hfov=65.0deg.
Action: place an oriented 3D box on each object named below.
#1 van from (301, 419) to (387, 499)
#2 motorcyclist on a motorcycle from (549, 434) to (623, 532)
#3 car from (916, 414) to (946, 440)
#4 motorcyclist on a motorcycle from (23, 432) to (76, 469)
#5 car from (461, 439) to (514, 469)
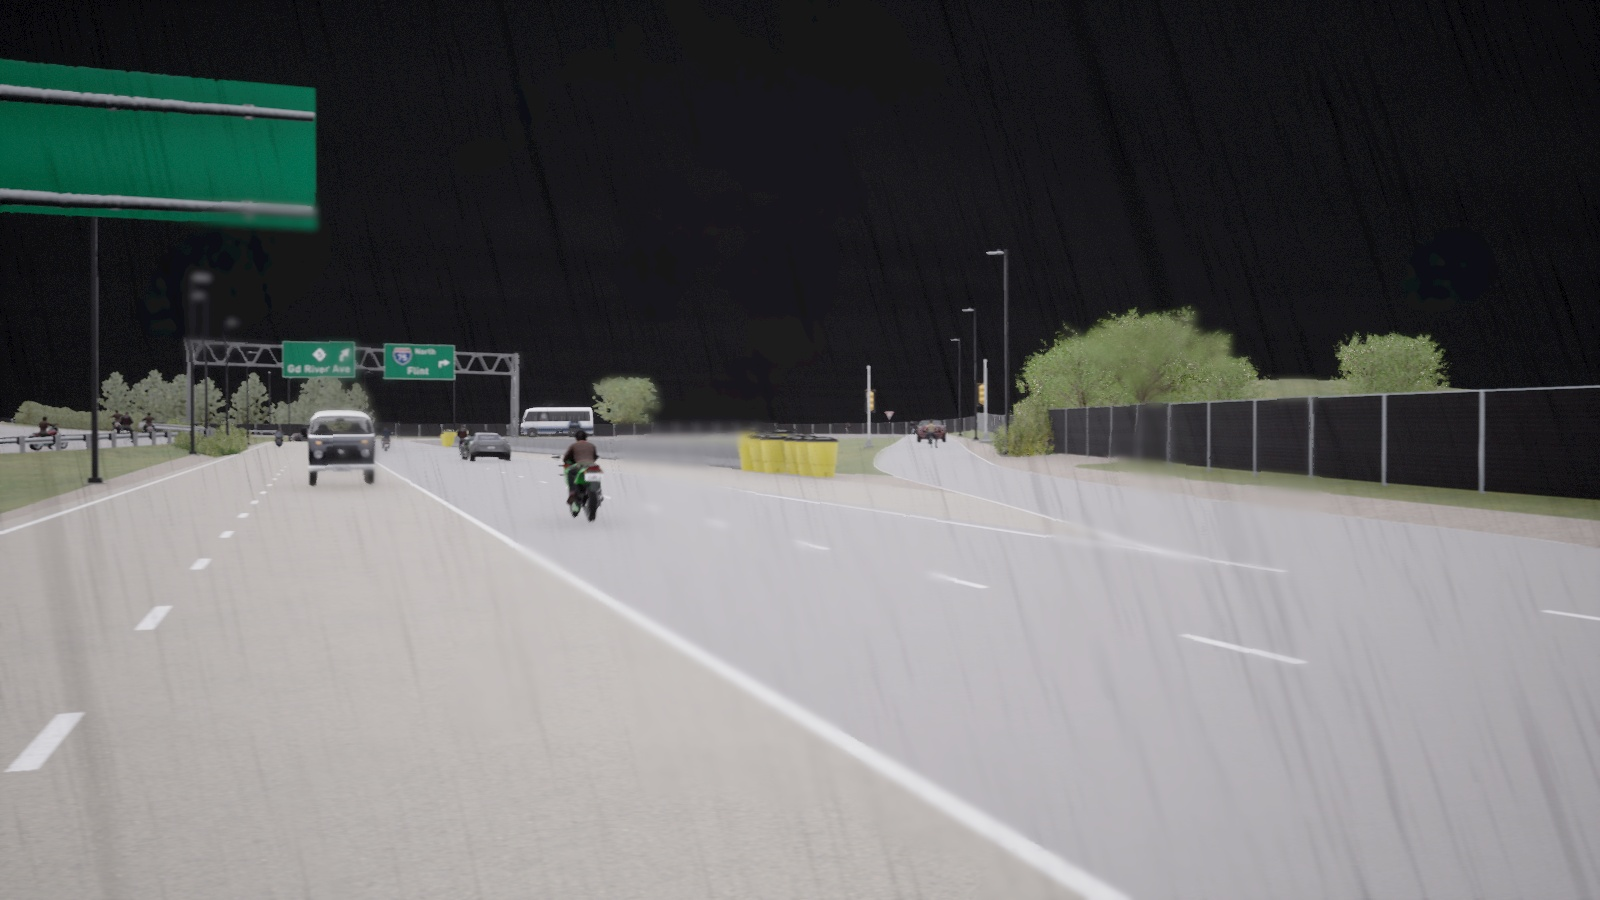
[{"bbox_3d":[-12.718,0.209,34.948,2.069,2.038,4.480,-2,1,-21],"label":"van"},{"bbox_3d":[-3.587,0.512,20.924,0.797,1.523,2.044,-2,1,-21],"label":"motorcyclist on a motorcycle"},{"bbox_3d":[9.660,-1.687,92.304,2.097,1.767,4.553,-2,1,6],"label":"car"},{"bbox_3d":[-35.676,-0.007,59.727,0.766,1.649,2.350,-2,2,9],"label":"motorcyclist on a motorcycle"},{"bbox_3d":[-15.273,0.165,61.185,1.994,1.385,4.181,-2,1,-21],"label":"car"}]
